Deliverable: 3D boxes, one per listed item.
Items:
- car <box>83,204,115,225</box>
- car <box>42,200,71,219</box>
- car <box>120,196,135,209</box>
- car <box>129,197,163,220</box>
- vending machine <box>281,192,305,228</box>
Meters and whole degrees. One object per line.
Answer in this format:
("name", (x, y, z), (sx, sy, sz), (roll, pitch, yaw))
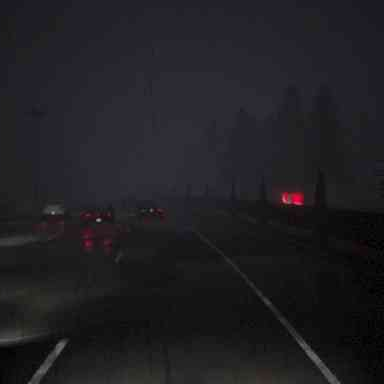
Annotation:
("car", (-6.247, 1.443, 22.723), (1.895, 1.301, 4.718), (0, 0, -13))
("car", (-11.054, 1.345, 27.263), (1.812, 1.442, 4.674), (0, 0, -15))
("car", (-7.696, 1.189, 40.463), (1.882, 1.535, 5.008), (0, 0, -17))
("car", (-3.492, 1.356, 26.119), (2.033, 1.411, 5.357), (0, 0, -14))
("vending machine", (6.000, 1.030, 19.849), (1.100, 2.100, 0.880), (0, 0, -10))
